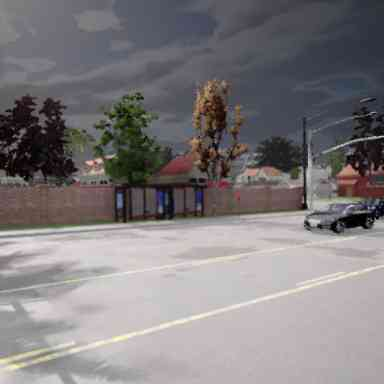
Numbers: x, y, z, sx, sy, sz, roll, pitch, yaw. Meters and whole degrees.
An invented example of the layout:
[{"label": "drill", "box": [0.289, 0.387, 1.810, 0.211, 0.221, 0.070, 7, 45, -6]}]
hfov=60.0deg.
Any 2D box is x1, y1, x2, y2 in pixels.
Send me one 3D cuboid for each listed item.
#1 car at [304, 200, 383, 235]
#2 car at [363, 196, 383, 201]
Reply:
[{"label": "car", "box": [8.223, 1.402, 18.434, 4.902, 1.511, 2.128, -1, 0, -35]}, {"label": "car", "box": [14.957, 1.222, 27.441, 4.553, 1.767, 2.097, -1, 0, -36]}]
